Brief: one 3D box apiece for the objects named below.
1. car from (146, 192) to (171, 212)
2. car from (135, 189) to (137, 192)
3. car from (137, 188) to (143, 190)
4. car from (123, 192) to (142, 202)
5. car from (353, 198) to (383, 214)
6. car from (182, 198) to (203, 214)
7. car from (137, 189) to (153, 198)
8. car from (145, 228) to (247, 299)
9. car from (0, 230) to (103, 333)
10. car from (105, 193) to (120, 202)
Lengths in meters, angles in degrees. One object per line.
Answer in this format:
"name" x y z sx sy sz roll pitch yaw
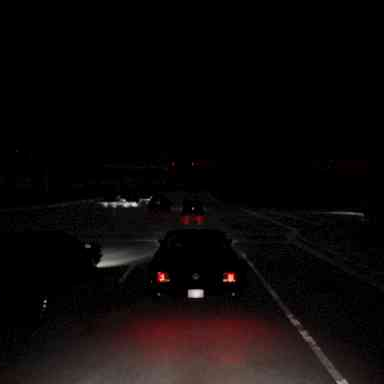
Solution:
"car" -3.409 1.146 36.080 2.097 1.767 4.553 0 0 0
"car" -14.014 0.758 73.995 2.128 1.511 4.902 0 1 0
"car" -14.017 0.057 89.459 2.150 2.045 5.566 0 1 0
"car" -10.562 1.125 58.728 1.895 1.301 4.718 0 1 0
"car" 18.486 1.356 32.995 4.674 1.442 1.812 0 0 -2
"car" 0.090 1.305 32.723 2.128 1.511 4.902 0 0 0
"car" -10.514 0.737 73.806 1.837 1.490 4.892 0 1 0
"car" 0.081 1.558 8.292 1.895 1.301 4.718 0 0 0
"car" -3.422 1.511 6.908 2.033 1.411 5.357 0 0 0
"car" -14.060 1.031 58.859 1.837 1.490 4.892 0 1 0
